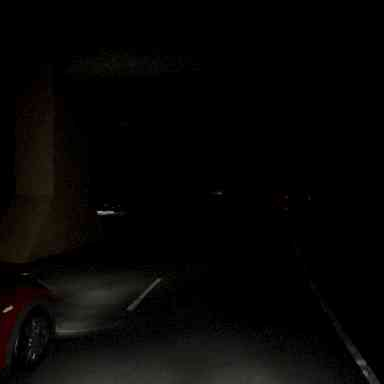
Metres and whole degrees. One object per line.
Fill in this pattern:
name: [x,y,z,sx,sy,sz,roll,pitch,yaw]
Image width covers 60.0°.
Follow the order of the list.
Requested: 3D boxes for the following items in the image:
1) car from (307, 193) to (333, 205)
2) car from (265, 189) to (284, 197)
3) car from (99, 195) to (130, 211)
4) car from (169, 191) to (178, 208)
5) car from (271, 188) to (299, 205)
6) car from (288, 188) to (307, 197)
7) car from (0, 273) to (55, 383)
car: [15.559,0.769,40.351,2.033,1.411,5.357,1,1,35]
car: [16.086,0.246,64.822,1.812,1.442,4.674,1,2,37]
car: [-6.518,0.922,30.114,1.994,1.385,4.181,1,1,24]
car: [-2.443,0.713,30.622,2.097,1.767,4.553,1,1,25]
car: [11.489,0.557,40.519,2.097,1.767,4.553,1,1,34]
car: [20.646,0.079,65.071,2.097,1.767,4.553,1,1,37]
car: [-3.026,1.284,2.688,2.097,1.767,4.553,0,1,5]
